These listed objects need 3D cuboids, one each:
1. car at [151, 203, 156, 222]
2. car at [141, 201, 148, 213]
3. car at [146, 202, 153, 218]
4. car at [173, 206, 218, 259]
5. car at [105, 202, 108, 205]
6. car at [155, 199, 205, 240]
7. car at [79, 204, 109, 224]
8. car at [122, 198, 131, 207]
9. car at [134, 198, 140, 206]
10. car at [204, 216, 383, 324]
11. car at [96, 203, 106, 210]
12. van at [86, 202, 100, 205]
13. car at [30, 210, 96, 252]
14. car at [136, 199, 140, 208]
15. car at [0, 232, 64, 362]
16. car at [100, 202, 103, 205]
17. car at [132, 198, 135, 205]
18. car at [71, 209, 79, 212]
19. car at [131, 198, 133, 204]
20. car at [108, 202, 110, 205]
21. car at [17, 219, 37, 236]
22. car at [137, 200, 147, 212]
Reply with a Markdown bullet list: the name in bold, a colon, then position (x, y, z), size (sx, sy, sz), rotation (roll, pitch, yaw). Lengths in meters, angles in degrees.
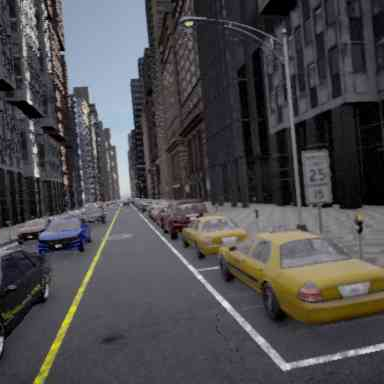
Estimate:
- **car**: position (-1.512, 1.652, 23.178), size (1.887, 1.381, 4.507), rotation (-5, 0, -12)
- **car**: position (-3.738, 1.846, 34.156), size (2.008, 1.369, 4.403), rotation (-5, 0, -12)
- **car**: position (-2.661, 1.729, 28.834), size (1.752, 1.417, 4.829), rotation (-5, 0, -12)
- **car**: position (0.679, 1.449, 12.366), size (1.752, 1.417, 4.829), rotation (-5, 0, -12)
- **car**: position (-19.870, 3.023, 70.866), size (2.192, 1.841, 5.009), rotation (-5, 0, -12)
- **car**: position (-0.420, 1.330, 17.688), size (2.192, 1.841, 5.009), rotation (-5, 0, -12)
- **car**: position (-9.144, 2.289, 31.580), size (1.837, 1.490, 4.892), rotation (-5, 0, -11)
- **car**: position (-16.912, 2.924, 85.253), size (1.837, 1.490, 4.892), rotation (-5, 0, -12)
- **car**: position (-8.202, 2.113, 56.113), size (1.967, 1.590, 4.097), rotation (-5, 0, -12)
- **car**: position (1.792, 1.356, 6.877), size (1.752, 1.417, 4.829), rotation (-5, 0, -12)
- **car**: position (-20.959, 3.385, 76.356), size (1.802, 1.307, 4.206), rotation (-5, 0, -12)
- **van**: position (-16.528, 2.764, 54.397), size (1.690, 1.788, 3.998), rotation (-5, 0, -12)
- **car**: position (-6.078, 2.003, 16.296), size (1.882, 1.535, 5.008), rotation (-5, 0, -11)
- **car**: position (-7.076, 2.160, 50.624), size (1.802, 1.307, 4.206), rotation (-5, 0, -12)
- **car**: position (-4.039, 1.902, 6.268), size (2.033, 1.411, 5.357), rotation (-5, 0, -12)
- **car**: position (-17.591, 3.039, 59.720), size (1.752, 1.417, 4.829), rotation (-5, 0, -12)
- **car**: position (-10.428, 2.303, 67.091), size (1.967, 1.590, 4.097), rotation (-5, 0, -12)
- **car**: position (-13.166, 2.720, 37.929), size (1.802, 1.307, 4.206), rotation (-5, 0, -12)
- **car**: position (-12.681, 2.582, 78.237), size (1.752, 1.417, 4.829), rotation (-5, 0, -12)
- **car**: position (-22.085, 3.340, 81.845), size (1.967, 1.590, 4.097), rotation (-5, 0, -12)
- **car**: position (-9.829, 2.401, 21.460), size (1.887, 1.381, 4.507), rotation (-5, 0, -12)
- **car**: position (-5.964, 2.049, 45.135), size (1.947, 1.339, 4.313), rotation (-5, 0, -12)
